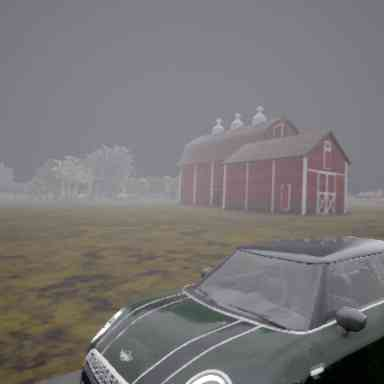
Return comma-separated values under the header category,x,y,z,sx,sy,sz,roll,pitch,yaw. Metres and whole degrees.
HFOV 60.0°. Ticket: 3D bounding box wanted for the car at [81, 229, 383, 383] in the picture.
category,x,y,z,sx,sy,sz,roll,pitch,yaw
car,1.128,1.396,3.879,4.553,1.767,2.097,1,-1,-36
